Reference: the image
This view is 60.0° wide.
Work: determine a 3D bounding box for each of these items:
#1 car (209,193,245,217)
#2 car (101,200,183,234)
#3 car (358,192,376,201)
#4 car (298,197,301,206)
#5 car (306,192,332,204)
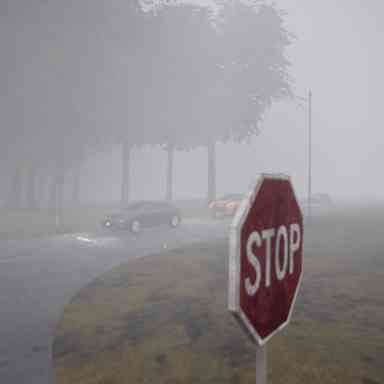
[{"bbox_3d":[3.188,0.889,24.971,2.097,1.767,4.553,1,2,37],"label":"car"},{"bbox_3d":[-2.479,1.208,17.526,1.837,1.490,4.892,1,2,37],"label":"car"},{"bbox_3d":[27.538,0.669,52.129,1.895,1.301,4.718,1,1,37],"label":"car"},{"bbox_3d":[9.393,0.894,33.124,1.812,1.442,4.674,1,2,38],"label":"car"},{"bbox_3d":[16.067,0.759,41.827,2.033,1.411,5.357,1,1,38],"label":"car"}]
